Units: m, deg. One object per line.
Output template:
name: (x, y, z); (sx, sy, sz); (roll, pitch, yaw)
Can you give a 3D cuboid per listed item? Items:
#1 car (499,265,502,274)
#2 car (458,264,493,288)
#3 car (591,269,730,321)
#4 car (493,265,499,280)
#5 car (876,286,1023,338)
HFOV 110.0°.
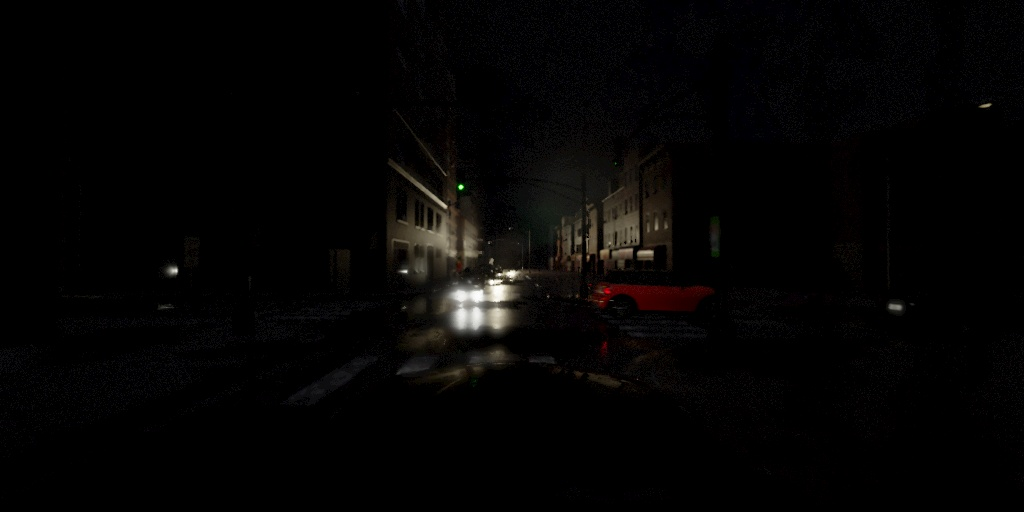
car: (-2.758, 2.202, 60.755); (1.837, 1.490, 4.892); (0, -2, 0)
car: (-2.844, 1.560, 26.814); (2.128, 1.511, 4.902); (0, -1, 0)
car: (5.301, 1.296, 13.026); (4.553, 1.767, 2.097); (1, -1, 0)
car: (-2.846, 1.608, 37.938); (2.097, 1.767, 4.553); (0, -1, 0)
car: (13.215, 1.550, 10.396); (4.313, 1.339, 1.948); (0, 0, 0)
